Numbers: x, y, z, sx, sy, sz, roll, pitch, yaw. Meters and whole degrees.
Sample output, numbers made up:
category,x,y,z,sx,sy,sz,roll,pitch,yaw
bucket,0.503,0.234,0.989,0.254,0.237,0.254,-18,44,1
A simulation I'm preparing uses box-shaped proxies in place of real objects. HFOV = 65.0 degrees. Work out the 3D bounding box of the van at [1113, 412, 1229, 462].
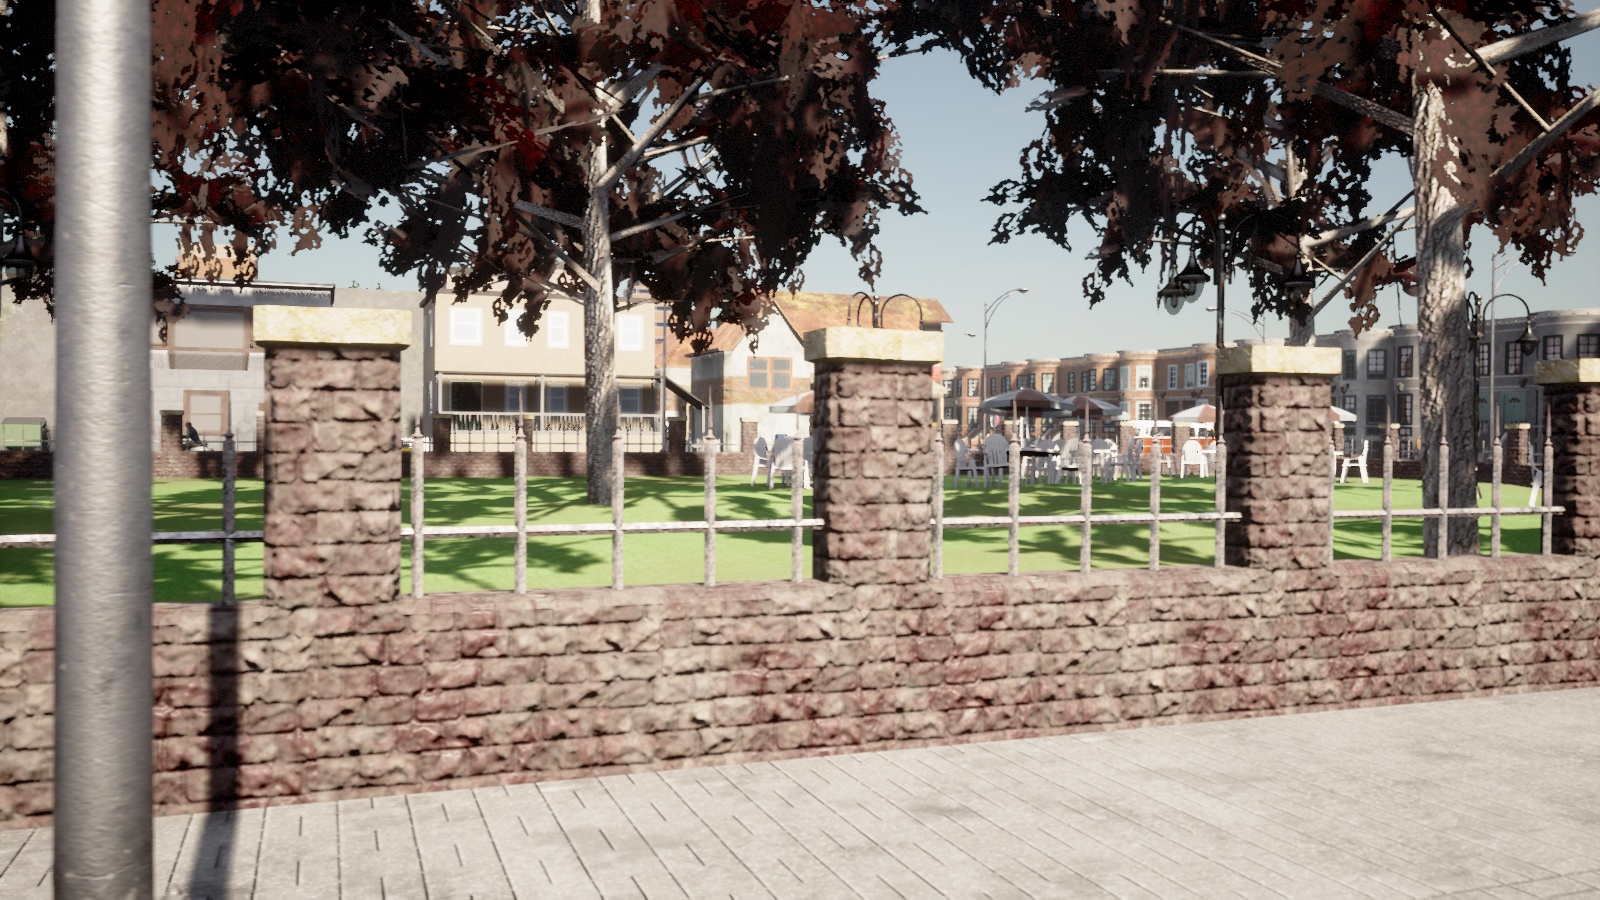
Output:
category,x,y,z,sx,sy,sz,roll,pitch,yaw
van,15.946,-0.585,53.999,4.480,2.038,2.069,-1,1,-23
